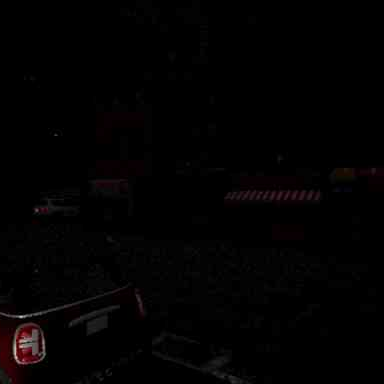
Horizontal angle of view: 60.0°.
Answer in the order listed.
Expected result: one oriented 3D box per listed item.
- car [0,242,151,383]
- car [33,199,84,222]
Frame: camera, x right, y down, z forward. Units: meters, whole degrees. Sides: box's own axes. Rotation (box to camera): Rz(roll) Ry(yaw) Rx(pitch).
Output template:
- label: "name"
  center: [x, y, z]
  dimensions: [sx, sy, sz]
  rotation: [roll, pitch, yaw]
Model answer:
- label: "car"
  center: [-2.587, 1.436, 4.663]
  dimensions: [4.097, 1.590, 1.967]
  rotation: [0, 0, 35]
- label: "car"
  center: [-11.267, 1.632, 29.779]
  dimensions: [2.150, 2.045, 5.566]
  rotation: [-1, -2, 36]
